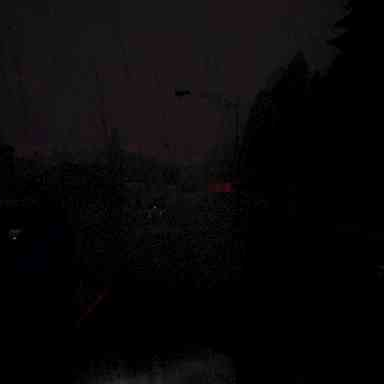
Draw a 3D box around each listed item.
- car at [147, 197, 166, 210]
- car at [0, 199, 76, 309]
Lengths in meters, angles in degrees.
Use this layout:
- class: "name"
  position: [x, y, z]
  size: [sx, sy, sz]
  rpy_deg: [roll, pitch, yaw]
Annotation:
- class: "car"
  position: [-4.024, 1.283, 38.941]
  size: [2.033, 1.411, 5.357]
  rpy_deg: [0, 0, 0]
- class: "car"
  position: [-4.080, 1.180, 6.429]
  size: [2.150, 2.045, 5.566]
  rpy_deg: [0, 0, 0]
